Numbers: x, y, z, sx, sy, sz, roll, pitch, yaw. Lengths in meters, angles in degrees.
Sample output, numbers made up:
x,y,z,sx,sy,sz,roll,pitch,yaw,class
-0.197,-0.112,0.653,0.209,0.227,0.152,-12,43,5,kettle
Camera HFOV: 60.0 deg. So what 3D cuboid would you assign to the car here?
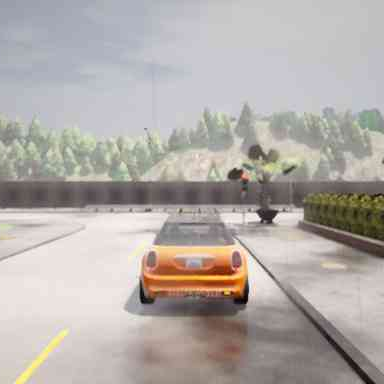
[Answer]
x,y,z,sx,sy,sz,roll,pitch,yaw,class
0.055,1.297,8.167,2.097,1.767,4.553,0,0,0,car
